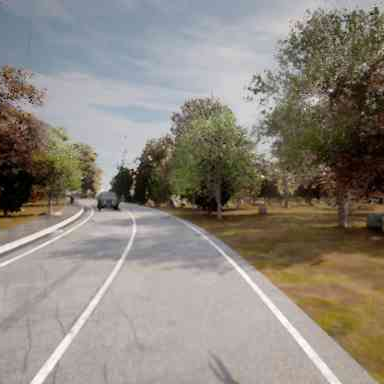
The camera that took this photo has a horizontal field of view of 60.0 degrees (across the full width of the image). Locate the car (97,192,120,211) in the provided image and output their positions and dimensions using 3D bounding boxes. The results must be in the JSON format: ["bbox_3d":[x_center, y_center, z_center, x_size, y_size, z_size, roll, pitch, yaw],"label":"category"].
[{"bbox_3d":[-9.478,0.998,37.500,2.150,2.045,5.566,1,0,-17],"label":"car"}]
